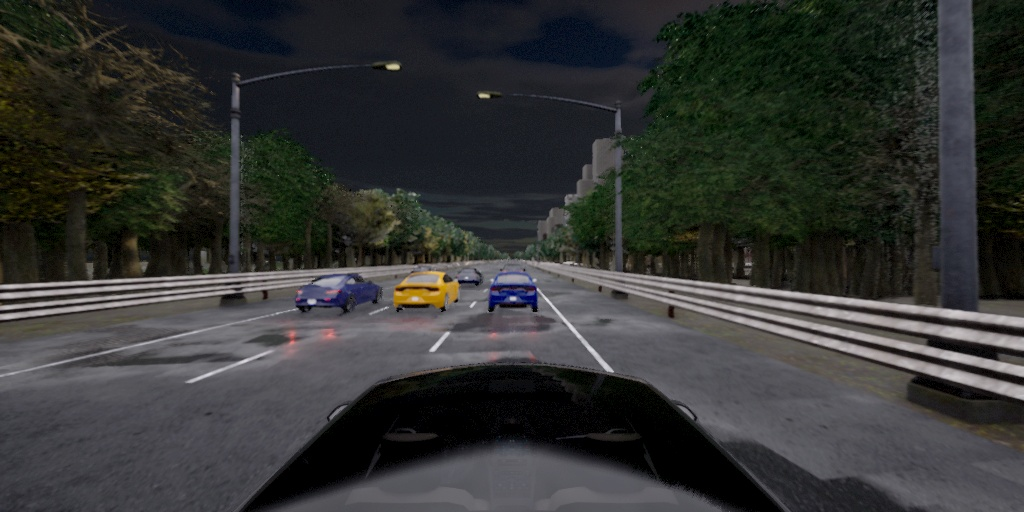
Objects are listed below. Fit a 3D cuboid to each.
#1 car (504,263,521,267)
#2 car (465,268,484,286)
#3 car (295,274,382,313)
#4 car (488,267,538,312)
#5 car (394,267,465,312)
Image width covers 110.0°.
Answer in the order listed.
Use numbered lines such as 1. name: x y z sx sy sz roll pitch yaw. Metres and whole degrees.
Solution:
1. car: 0.054 1.439 29.021 2.097 1.767 4.553 0 -1 0
2. car: -3.443 1.656 29.277 1.994 1.385 4.181 0 -1 1
3. car: -6.947 1.442 14.783 1.812 1.442 4.674 0 0 0
4. car: 0.057 1.400 15.338 1.882 1.535 5.008 0 0 0
5. car: -3.439 1.400 15.286 1.882 1.535 5.008 0 0 1
